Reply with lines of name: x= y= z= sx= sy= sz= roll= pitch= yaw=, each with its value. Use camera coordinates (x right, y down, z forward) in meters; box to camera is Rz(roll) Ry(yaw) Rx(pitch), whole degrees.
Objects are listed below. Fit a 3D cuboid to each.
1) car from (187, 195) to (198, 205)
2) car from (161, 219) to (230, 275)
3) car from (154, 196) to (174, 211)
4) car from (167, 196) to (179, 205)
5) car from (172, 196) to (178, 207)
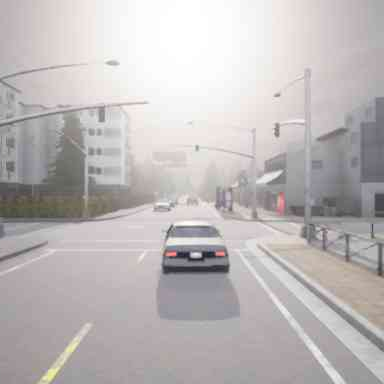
car: x=0.097 y=1.440 z=63.305 sx=2.097 sy=1.767 sz=4.553 roll=0 pitch=0 yaw=0
car: x=-0.001 y=1.562 z=10.480 sx=2.033 sy=1.411 sz=5.357 roll=0 pitch=0 yaw=-2
car: x=-3.599 y=1.583 z=40.989 sx=1.812 sy=1.442 sz=4.674 roll=0 pitch=0 yaw=0
car: x=-3.534 y=1.562 z=61.134 sx=1.882 sy=1.535 sz=5.008 roll=0 pitch=0 yaw=0
car: x=-3.587 y=1.576 z=50.993 sx=1.837 sy=1.490 sz=4.892 roll=0 pitch=0 yaw=0
